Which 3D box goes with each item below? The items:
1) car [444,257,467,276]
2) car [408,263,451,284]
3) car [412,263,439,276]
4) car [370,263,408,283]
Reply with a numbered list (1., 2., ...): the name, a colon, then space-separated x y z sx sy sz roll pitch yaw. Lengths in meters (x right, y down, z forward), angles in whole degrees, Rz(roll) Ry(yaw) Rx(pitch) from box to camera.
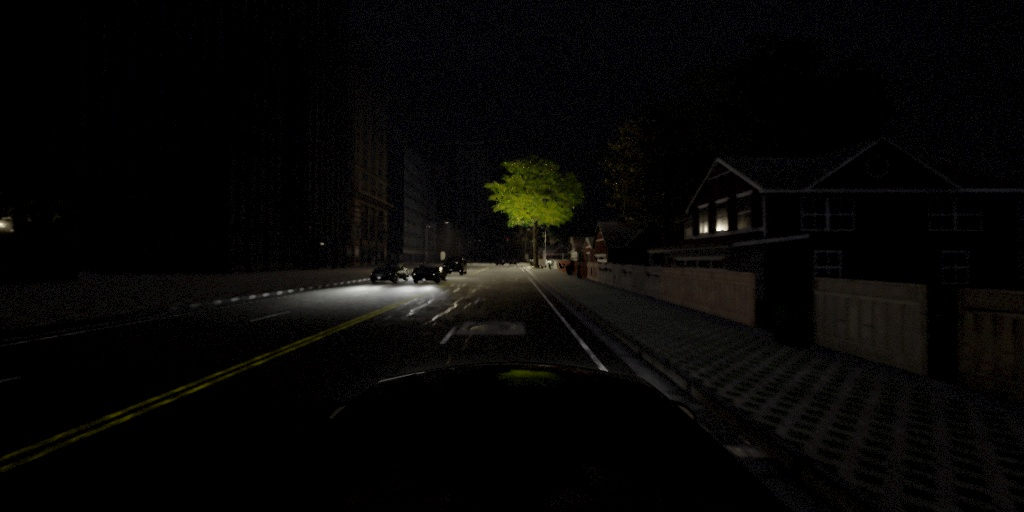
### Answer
1. car: -6.416 1.125 40.867 2.150 2.045 5.566 0 0 0
2. car: -6.451 1.450 28.542 1.895 1.301 4.718 0 0 0
3. car: -9.672 1.503 40.547 1.895 1.301 4.718 0 0 0
4. car: -9.700 1.336 28.674 2.128 1.511 4.902 0 0 0
